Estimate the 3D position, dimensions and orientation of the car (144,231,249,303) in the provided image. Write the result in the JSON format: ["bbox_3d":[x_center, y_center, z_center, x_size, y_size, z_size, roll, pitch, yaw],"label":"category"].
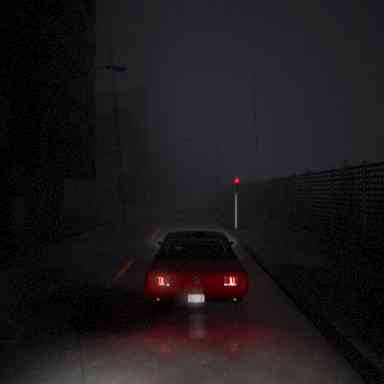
[{"bbox_3d":[0.089,1.601,8.123,1.895,1.301,4.718,0,0,0],"label":"car"}]
